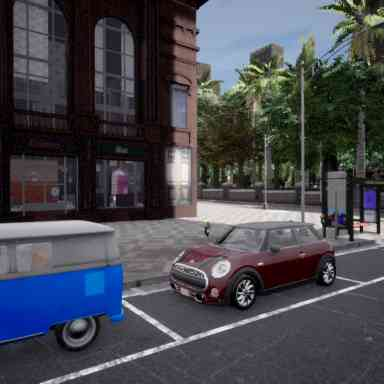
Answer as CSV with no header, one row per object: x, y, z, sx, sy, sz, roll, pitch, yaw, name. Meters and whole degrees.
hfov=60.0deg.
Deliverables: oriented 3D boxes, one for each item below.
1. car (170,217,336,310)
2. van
1.475,1.439,7.710,4.097,1.590,1.967,0,0,-36,car
-2.941,1.341,4.557,3.998,1.788,1.690,0,0,-36,van
